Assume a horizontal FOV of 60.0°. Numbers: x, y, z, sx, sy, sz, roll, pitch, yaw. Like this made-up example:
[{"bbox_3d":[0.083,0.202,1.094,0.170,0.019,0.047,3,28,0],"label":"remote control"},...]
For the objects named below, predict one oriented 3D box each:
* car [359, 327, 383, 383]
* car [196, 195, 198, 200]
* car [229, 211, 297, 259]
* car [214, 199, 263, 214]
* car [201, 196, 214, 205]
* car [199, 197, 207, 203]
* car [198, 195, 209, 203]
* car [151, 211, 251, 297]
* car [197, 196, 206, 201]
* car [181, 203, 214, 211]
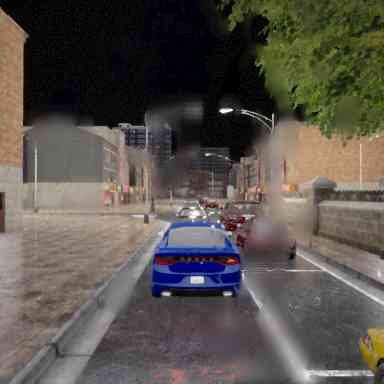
[{"bbox_3d":[2.644,1.526,1.658,1.752,1.417,4.829,1,0,0],"label":"car"},{"bbox_3d":[2.535,1.432,66.016,2.192,1.841,5.009,1,0,0],"label":"car"},{"bbox_3d":[2.625,1.586,12.387,1.802,1.307,4.206,1,0,0],"label":"car"},{"bbox_3d":[2.618,1.324,17.837,2.192,1.841,5.009,1,0,0],"label":"car"},{"bbox_3d":[2.570,1.599,44.267,1.887,1.381,4.507,1,0,0],"label":"car"},{"bbox_3d":[2.514,1.738,76.890,1.802,1.307,4.206,0,0,0],"label":"car"},{"bbox_3d":[2.542,1.644,60.578,1.887,1.381,4.507,1,0,0],"label":"car"},{"bbox_3d":[0.084,1.480,8.638,1.882,1.535,5.008,0,0,0],"label":"car"},{"bbox_3d":[2.495,1.752,87.765,2.008,1.369,4.403,0,0,0],"label":"car"},{"bbox_3d":[0.069,1.558,18.578,2.033,1.411,5.357,0,0,0],"label":"car"}]
